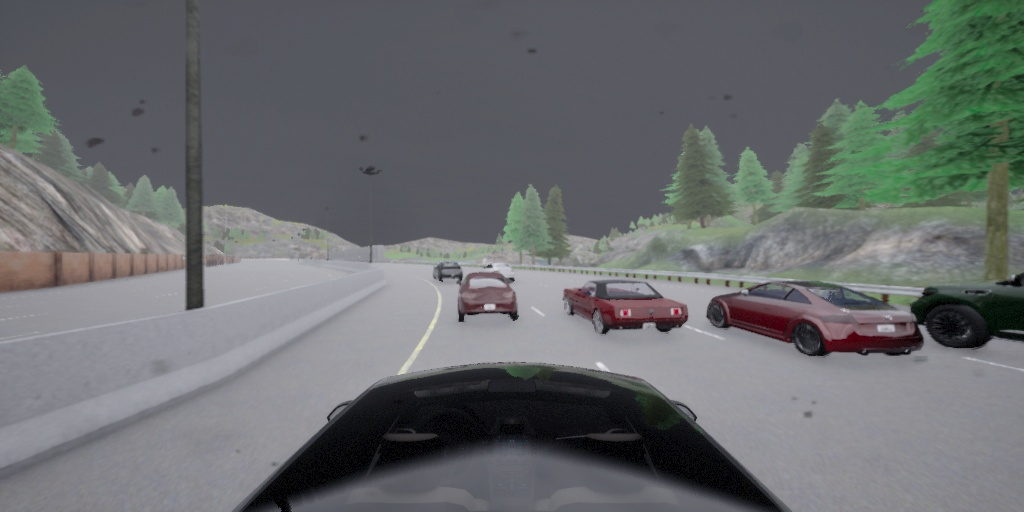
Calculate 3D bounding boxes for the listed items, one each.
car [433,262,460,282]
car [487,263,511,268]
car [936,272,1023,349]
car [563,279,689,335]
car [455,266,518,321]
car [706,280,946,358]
[{"bbox_3d":[-5.182,1.214,28.816,2.128,1.511,4.902,0,0,-20],"label":"car"},{"bbox_3d":[-1.166,1.224,27.951,1.812,1.442,4.674,0,0,-19],"label":"car"},{"bbox_3d":[10.259,0.896,5.746,2.150,2.045,5.566,0,0,-3],"label":"car"},{"bbox_3d":[2.887,1.313,10.393,1.895,1.301,4.718,0,0,-7],"label":"car"},{"bbox_3d":[-0.919,1.258,12.321,1.812,1.442,4.674,0,0,-7],"label":"car"},{"bbox_3d":[6.539,1.257,8.400,1.994,1.385,4.181,0,0,-4],"label":"car"}]
